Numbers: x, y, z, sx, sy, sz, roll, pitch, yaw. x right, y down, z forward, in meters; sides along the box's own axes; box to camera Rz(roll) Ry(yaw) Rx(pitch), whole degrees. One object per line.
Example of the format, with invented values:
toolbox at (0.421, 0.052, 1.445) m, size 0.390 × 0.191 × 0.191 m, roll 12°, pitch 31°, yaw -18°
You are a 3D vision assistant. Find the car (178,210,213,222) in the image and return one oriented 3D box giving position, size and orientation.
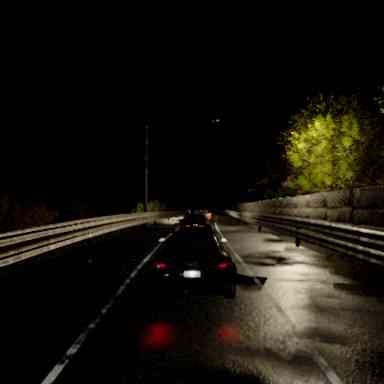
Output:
car at (0.219, 2.078, 20.099) m, size 1.837 × 1.490 × 4.892 m, roll 0°, pitch -2°, yaw 1°

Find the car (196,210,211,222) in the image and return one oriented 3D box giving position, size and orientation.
car at (1.694, 3.346, 46.231) m, size 1.882 × 1.535 × 5.008 m, roll 0°, pitch -3°, yaw 4°

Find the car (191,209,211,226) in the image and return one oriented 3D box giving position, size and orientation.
car at (1.060, 2.754, 36.861) m, size 2.097 × 1.767 × 4.553 m, roll 0°, pitch -3°, yaw 3°

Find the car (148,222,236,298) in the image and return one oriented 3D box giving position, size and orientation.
car at (0.027, 1.727, 8.928) m, size 1.994 × 1.385 × 4.181 m, roll 0°, pitch -1°, yaw 1°
